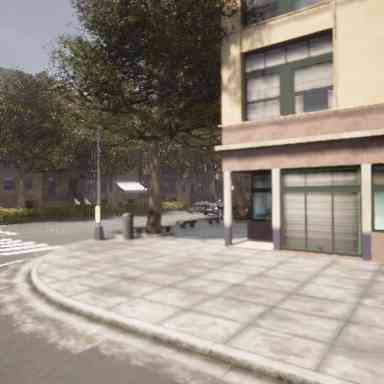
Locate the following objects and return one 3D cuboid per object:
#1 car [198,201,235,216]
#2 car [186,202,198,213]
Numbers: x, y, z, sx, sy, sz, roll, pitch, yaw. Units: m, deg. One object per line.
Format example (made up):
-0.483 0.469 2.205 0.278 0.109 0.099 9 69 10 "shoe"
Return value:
2.909 1.753 35.072 1.994 1.385 4.181 -1 0 36 "car"
1.110 1.792 38.703 1.994 1.385 4.181 -1 -1 36 "car"
